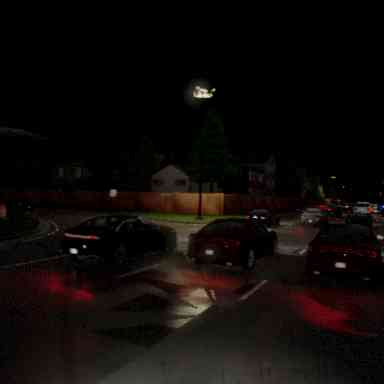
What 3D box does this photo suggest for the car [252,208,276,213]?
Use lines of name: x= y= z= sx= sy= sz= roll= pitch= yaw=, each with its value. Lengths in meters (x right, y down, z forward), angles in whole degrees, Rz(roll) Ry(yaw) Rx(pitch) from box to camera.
car: x=6.000 y=2.055 z=27.650 sx=2.033 sy=1.411 sz=5.357 roll=1 pitch=-1 yaw=28

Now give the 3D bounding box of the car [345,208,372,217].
car: x=13.879 y=2.328 z=27.582 sx=1.895 sy=1.301 sz=4.718 roll=1 pitch=-1 yaw=28

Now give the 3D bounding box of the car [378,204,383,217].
car: x=29.234 y=2.971 z=49.387 sx=2.033 sy=1.411 sz=5.357 roll=1 pitch=-1 yaw=28

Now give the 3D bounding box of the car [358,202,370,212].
car: x=37.572 y=3.167 z=72.665 sx=2.150 sy=2.045 sz=5.566 roll=1 pitch=-1 yaw=28

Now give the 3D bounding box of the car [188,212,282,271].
car: x=1.667 y=1.672 z=11.940 sx=1.882 sy=1.535 sz=5.008 roll=1 pitch=-1 yaw=28

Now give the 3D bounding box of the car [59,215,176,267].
car: x=-2.326 y=1.573 z=11.870 sx=2.128 sy=1.511 sz=4.902 roll=1 pitch=-1 yaw=28

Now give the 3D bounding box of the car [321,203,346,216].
car: x=19.576 y=2.602 z=45.869 sx=2.128 sy=1.511 sz=4.902 roll=1 pitch=-1 yaw=28

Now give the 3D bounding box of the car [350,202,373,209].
car: x=23.304 y=2.431 z=45.423 sx=2.150 sy=2.045 sz=5.566 roll=1 pitch=-1 yaw=28

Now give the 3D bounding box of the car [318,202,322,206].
car: x=24.745 y=2.819 z=63.154 sx=2.097 sy=1.767 sz=4.553 roll=1 pitch=-1 yaw=28

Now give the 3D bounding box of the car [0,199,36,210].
car: x=-21.576 y=1.500 z=40.943 sx=4.718 sy=1.301 sz=1.895 roll=1 pitch=-1 yaw=25

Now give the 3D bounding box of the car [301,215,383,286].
car: x=4.900 y=1.746 z=10.566 sx=1.882 sy=1.535 sz=5.008 roll=1 pitch=-1 yaw=28

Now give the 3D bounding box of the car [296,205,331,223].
car: x=10.717 y=2.183 z=29.085 sx=1.812 sy=1.442 sz=4.674 roll=1 pitch=-1 yaw=28

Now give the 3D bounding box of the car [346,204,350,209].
car: x=34.021 y=3.378 z=73.448 sx=2.128 sy=1.511 sz=4.902 roll=1 pitch=-1 yaw=28

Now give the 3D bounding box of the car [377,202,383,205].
car: x=36.260 y=2.915 z=62.680 sx=2.150 sy=2.045 sz=5.566 roll=1 pitch=-1 yaw=28
